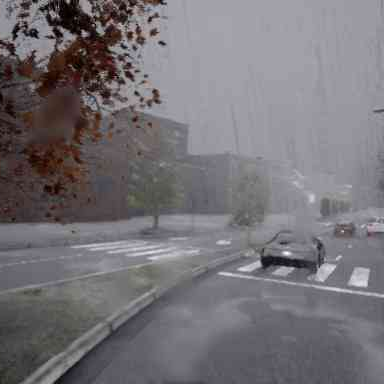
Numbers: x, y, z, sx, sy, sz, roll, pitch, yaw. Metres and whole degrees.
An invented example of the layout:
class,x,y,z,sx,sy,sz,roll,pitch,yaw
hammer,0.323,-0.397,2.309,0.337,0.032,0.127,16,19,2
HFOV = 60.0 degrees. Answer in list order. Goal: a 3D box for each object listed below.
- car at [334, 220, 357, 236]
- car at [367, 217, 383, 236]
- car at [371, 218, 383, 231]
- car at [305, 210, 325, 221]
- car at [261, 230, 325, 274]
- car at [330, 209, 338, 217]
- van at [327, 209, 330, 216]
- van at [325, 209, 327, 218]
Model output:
class,x,y,z,sx,sy,sz,roll,pitch,yaw
car,16.612,3.855,36.073,1.837,1.490,4.892,1,-2,30
car,20.363,3.711,36.220,2.150,2.045,5.566,1,-2,29
car,25.652,4.438,45.630,1.812,1.442,4.674,1,-2,29
car,24.058,4.594,65.977,2.435,2.045,5.566,1,-2,30
car,4.072,2.184,13.072,1.994,1.385,4.181,1,-3,25
car,35.058,5.413,85.227,2.435,2.045,5.566,1,-1,30
van,29.513,5.032,75.525,1.878,1.987,4.442,1,-2,30
van,26.762,4.825,70.712,1.878,1.987,4.442,1,-2,30
